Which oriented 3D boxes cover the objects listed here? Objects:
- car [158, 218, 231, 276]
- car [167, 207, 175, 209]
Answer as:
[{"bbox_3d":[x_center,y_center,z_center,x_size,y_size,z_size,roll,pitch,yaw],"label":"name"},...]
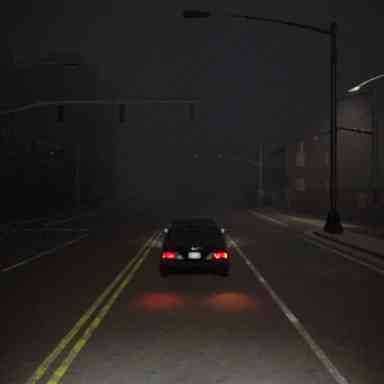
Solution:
[{"bbox_3d":[0.071,1.500,10.150,2.033,1.411,5.357,0,0,0],"label":"car"},{"bbox_3d":[-3.564,3.333,57.561,1.812,1.442,4.674,0,-12,0],"label":"car"}]
